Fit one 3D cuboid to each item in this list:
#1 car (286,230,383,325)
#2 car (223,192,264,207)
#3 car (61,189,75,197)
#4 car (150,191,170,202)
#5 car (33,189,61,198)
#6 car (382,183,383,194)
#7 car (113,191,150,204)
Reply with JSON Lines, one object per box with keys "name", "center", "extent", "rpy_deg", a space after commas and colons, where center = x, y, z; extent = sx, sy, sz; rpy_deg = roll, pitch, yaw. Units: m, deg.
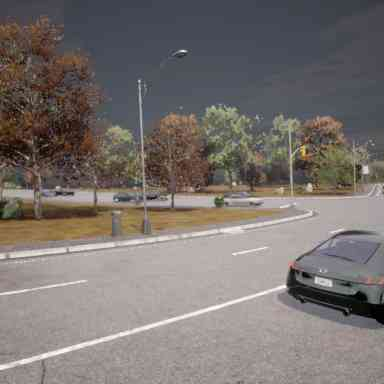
{"name": "car", "center": [3.890, 1.516, 7.068], "extent": [4.181, 1.385, 1.994], "rpy_deg": [-1, 0, -38]}
{"name": "car", "center": [5.331, 0.926, 36.127], "extent": [4.718, 1.301, 1.895], "rpy_deg": [0, 2, 33]}
{"name": "car", "center": [-22.721, 0.097, 58.472], "extent": [4.718, 1.301, 1.895], "rpy_deg": [2, 4, 33]}
{"name": "car", "center": [-5.307, 0.577, 47.148], "extent": [4.902, 1.511, 2.128], "rpy_deg": [1, 3, 33]}
{"name": "car", "center": [-24.630, 0.212, 55.540], "extent": [4.674, 1.442, 1.812], "rpy_deg": [2, 4, 33]}
{"name": "car", "center": [29.726, -0.835, 49.632], "extent": [2.150, 2.045, 5.566], "rpy_deg": [-1, 2, 31]}
{"name": "car", "center": [-8.572, 0.727, 45.095], "extent": [4.892, 1.490, 1.837], "rpy_deg": [2, 4, 33]}
